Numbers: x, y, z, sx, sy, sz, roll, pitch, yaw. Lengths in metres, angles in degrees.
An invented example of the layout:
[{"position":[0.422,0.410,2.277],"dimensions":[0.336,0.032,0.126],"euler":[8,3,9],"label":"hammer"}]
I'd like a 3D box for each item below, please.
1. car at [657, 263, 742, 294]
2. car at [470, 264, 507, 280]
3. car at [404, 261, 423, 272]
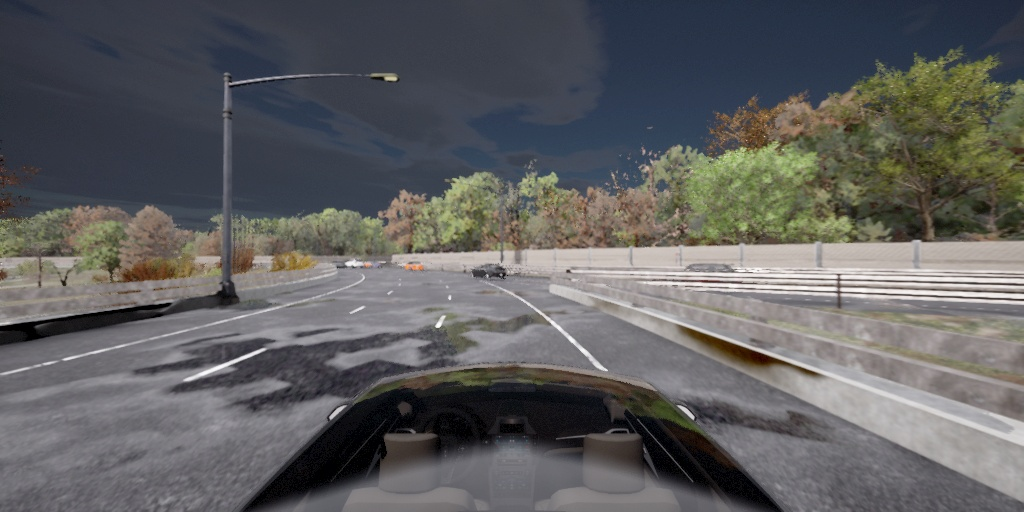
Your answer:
[{"position":[11.221,1.218,21.660],"dimensions":[4.553,1.767,2.097],"euler":[0,0,37],"label":"car"},{"position":[-2.414,1.526,35.306],"dimensions":[1.837,1.490,4.892],"euler":[-1,0,-36],"label":"car"},{"position":[-16.365,1.657,59.450],"dimensions":[2.097,1.767,4.553],"euler":[0,0,-32],"label":"car"}]
